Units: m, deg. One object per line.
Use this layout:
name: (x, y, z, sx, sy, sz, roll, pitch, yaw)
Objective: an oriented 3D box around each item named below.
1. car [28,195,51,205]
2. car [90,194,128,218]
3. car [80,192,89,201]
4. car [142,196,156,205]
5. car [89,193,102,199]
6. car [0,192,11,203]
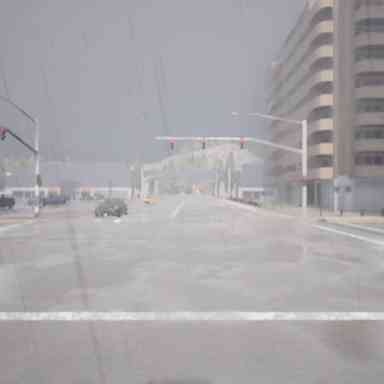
car: (-26.750, 1.263, 57.811, 1.970, 1.475, 3.806, 0, 0, 0)
car: (-7.020, 1.280, 29.277, 2.097, 1.767, 4.553, 0, 0, 0)
car: (-23.994, 0.983, 75.269, 1.905, 1.878, 3.866, 0, 0, 0)
car: (-7.038, 1.349, 54.937, 1.882, 1.535, 5.008, 0, 0, 0)
car: (-21.100, 0.980, 75.207, 1.932, 1.855, 4.605, 0, 0, 0)
car: (-43.618, 0.983, 75.288, 1.905, 1.878, 3.866, 0, 0, 0)
